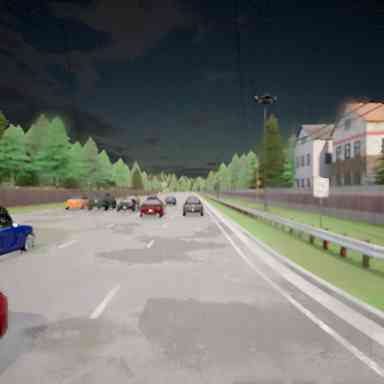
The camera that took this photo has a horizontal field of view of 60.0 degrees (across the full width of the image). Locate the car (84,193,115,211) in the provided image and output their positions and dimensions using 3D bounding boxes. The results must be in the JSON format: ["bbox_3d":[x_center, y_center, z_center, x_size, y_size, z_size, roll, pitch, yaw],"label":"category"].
[{"bbox_3d":[-10.394,1.097,38.831,2.150,2.045,5.566,0,0,0],"label":"car"}]

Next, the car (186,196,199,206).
[{"bbox_3d":[0.106,1.379,52.547,2.033,1.411,5.357,0,0,0],"label":"car"}]

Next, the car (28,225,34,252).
[{"bbox_3d":[-6.899,1.443,10.607,1.882,1.535,5.008,0,0,0],"label":"car"}]

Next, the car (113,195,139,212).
[{"bbox_3d":[-6.909,1.409,36.370,1.812,1.442,4.674,0,0,0],"label":"car"}]

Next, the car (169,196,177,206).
[{"bbox_3d":[-3.393,1.380,52.465,2.033,1.411,5.357,0,0,0],"label":"car"}]

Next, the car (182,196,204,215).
[{"bbox_3d":[0.105,1.389,31.971,2.128,1.511,4.902,0,0,0],"label":"car"}]

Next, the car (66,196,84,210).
[{"bbox_3d":[-13.893,1.220,41.354,2.097,1.767,4.553,0,0,0],"label":"car"}]

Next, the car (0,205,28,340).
[{"bbox_3d":[-3.400,1.215,1.854,2.150,2.045,5.566,0,0,0],"label":"car"}]

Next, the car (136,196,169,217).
[{"bbox_3d":[-3.396,1.383,29.676,1.882,1.535,5.008,0,0,0],"label":"car"}]

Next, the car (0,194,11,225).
[{"bbox_3d":[-13.896,1.155,20.743,2.150,2.045,5.566,0,0,0],"label":"car"}]
